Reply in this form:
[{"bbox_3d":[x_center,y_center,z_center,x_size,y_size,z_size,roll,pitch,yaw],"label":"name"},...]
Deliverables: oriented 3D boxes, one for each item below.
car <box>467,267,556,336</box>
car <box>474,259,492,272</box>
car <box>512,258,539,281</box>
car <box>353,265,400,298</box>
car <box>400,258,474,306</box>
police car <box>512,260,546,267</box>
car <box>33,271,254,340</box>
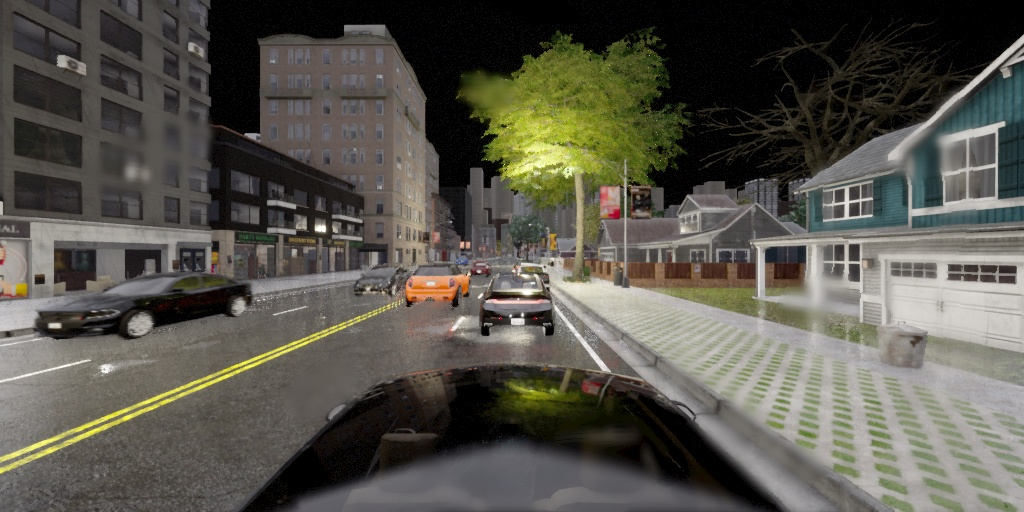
[{"bbox_3d":[0.134,1.239,10.369,2.128,1.511,4.902,0,0,0],"label":"car"},{"bbox_3d":[-3.009,1.252,35.298,1.812,1.442,4.674,0,0,0],"label":"car"},{"bbox_3d":[1.093,1.081,30.478,2.097,1.767,4.553,0,0,0],"label":"car"},{"bbox_3d":[-6.530,1.246,18.709,1.837,1.490,4.892,0,0,0],"label":"car"},{"bbox_3d":[-3.092,1.095,15.825,2.097,1.767,4.553,0,0,0],"label":"car"},{"bbox_3d":[1.052,1.165,20.618,1.930,1.638,5.238,0,0,0],"label":"police car"},{"bbox_3d":[-9.815,1.225,10.201,1.882,1.535,5.008,0,0,0],"label":"car"}]
